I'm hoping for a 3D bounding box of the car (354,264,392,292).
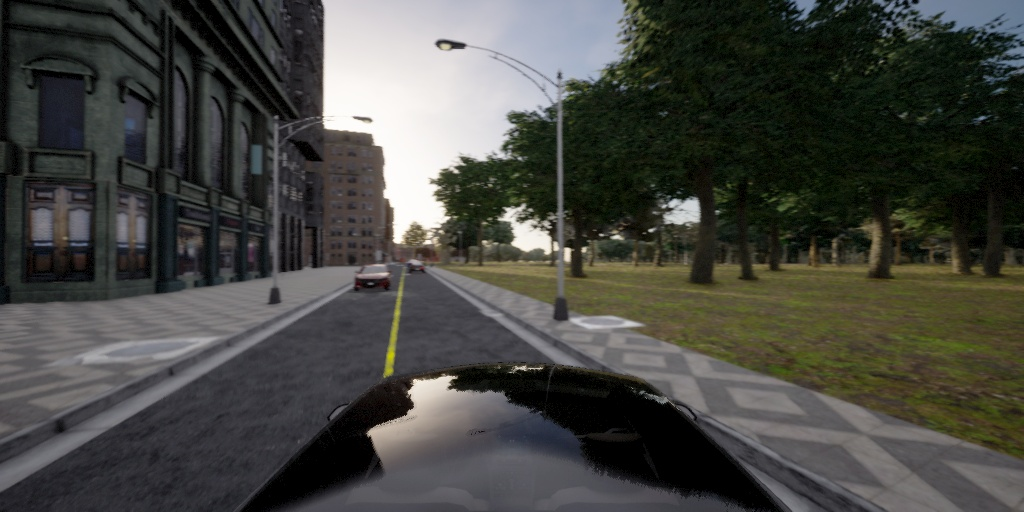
[{"bbox_3d":[-8.535,1.265,22.269,1.882,1.535,5.008,0,0,-16],"label":"car"}]

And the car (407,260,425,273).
[{"bbox_3d":[-12.015,1.396,45.370,1.812,1.442,4.674,0,0,-16],"label":"car"}]
